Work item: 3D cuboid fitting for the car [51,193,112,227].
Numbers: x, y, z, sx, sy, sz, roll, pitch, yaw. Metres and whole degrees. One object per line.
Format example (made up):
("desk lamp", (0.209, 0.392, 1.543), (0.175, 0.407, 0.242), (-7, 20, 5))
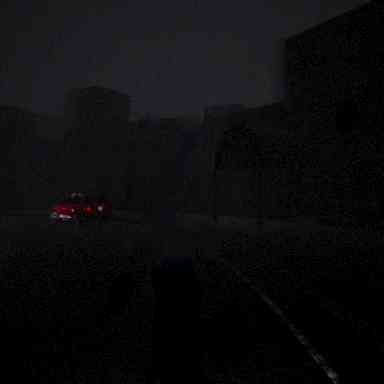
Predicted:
("car", (-7.640, 1.134, 22.737), (2.150, 2.045, 5.566), (-2, 1, -45))
